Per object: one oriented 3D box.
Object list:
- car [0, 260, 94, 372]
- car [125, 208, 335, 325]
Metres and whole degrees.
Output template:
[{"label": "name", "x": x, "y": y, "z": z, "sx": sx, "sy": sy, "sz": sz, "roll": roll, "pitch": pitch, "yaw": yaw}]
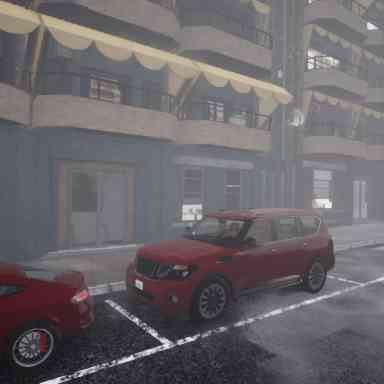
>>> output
[{"label": "car", "x": -3.384, "y": 1.582, "z": 4.131, "sx": 4.206, "sy": 1.307, "sz": 1.802, "roll": 0, "pitch": 1, "yaw": -35}, {"label": "car", "x": 1.114, "y": 1.317, "z": 7.335, "sx": 5.009, "sy": 1.841, "sz": 2.192, "roll": 0, "pitch": 1, "yaw": -35}]
